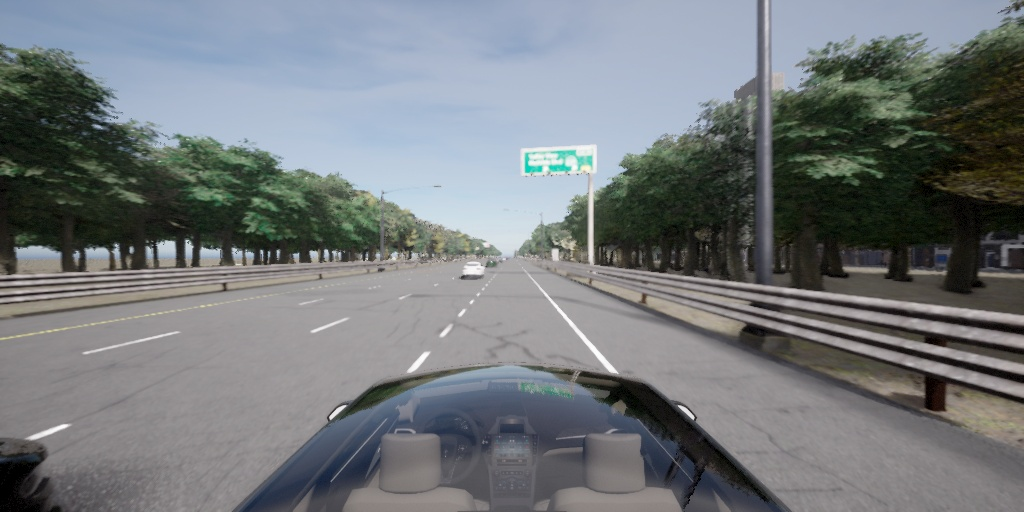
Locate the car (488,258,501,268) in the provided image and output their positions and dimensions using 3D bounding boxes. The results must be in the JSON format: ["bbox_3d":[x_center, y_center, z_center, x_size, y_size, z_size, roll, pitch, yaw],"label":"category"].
[{"bbox_3d":[-3.458,1.089,63.379,2.097,1.767,4.553,0,0,0],"label":"car"}]

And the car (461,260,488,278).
[{"bbox_3d":[-3.486,1.269,33.050,1.812,1.442,4.674,0,0,0],"label":"car"}]
